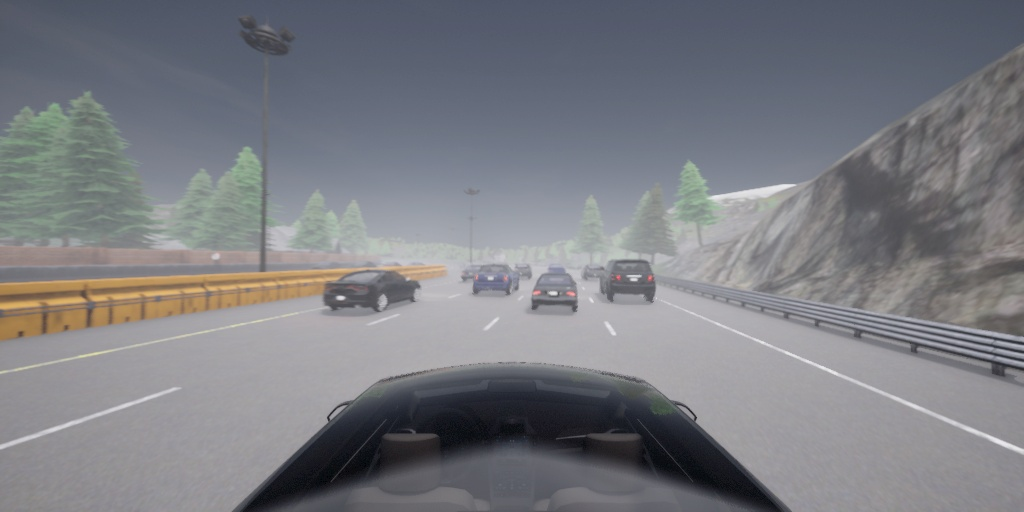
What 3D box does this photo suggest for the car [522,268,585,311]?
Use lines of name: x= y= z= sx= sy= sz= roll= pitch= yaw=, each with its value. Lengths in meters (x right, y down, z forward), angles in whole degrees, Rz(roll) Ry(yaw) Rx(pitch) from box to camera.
car: x=1.882 y=1.429 z=15.477 sx=2.033 sy=1.411 sz=5.357 roll=1 pitch=0 yaw=9

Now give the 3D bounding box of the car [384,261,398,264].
car: x=-16.047 y=1.436 z=47.627 sx=1.812 sy=1.442 sz=4.674 roll=1 pitch=0 yaw=1

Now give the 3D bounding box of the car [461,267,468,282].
car: x=-3.024 y=1.493 z=31.334 sx=2.033 sy=1.411 sz=5.357 roll=1 pitch=0 yaw=7

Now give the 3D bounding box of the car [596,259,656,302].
car: x=5.939 y=1.182 z=18.910 sx=2.150 sy=2.045 sz=5.566 roll=1 pitch=0 yaw=8

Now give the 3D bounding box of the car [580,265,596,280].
car: x=8.009 y=1.612 z=35.981 sx=2.128 sy=1.511 sz=4.902 roll=1 pitch=0 yaw=5

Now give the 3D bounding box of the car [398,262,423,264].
car: x=-12.552 y=1.493 z=46.529 sx=2.033 sy=1.411 sz=5.357 roll=1 pitch=0 yaw=2

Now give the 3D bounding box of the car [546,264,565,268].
car: x=4.735 y=1.579 z=38.968 sx=1.882 sy=1.535 sz=5.008 roll=1 pitch=0 yaw=4

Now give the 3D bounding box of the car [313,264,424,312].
car: x=-5.357 y=1.261 z=14.430 sx=1.882 sy=1.535 sz=5.008 roll=1 pitch=0 yaw=9

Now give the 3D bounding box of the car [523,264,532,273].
car: x=1.067 y=1.533 z=36.987 sx=2.128 sy=1.511 sz=4.902 roll=1 pitch=0 yaw=5

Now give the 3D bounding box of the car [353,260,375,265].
car: x=-19.553 y=1.341 z=47.200 sx=1.882 sy=1.535 sz=5.008 roll=1 pitch=0 yaw=2

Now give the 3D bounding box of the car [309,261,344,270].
car: x=-23.097 y=1.350 z=45.050 sx=2.033 sy=1.411 sz=5.357 roll=1 pitch=0 yaw=3

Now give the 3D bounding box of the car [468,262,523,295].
car: x=-0.816 y=1.243 z=21.099 sx=2.097 sy=1.767 sz=4.553 roll=1 pitch=-1 yaw=8
